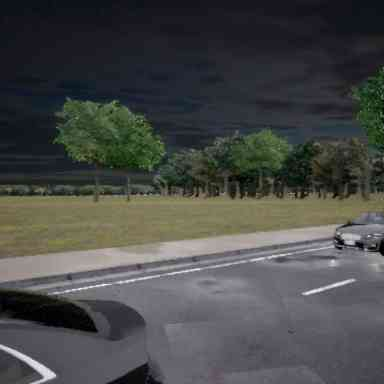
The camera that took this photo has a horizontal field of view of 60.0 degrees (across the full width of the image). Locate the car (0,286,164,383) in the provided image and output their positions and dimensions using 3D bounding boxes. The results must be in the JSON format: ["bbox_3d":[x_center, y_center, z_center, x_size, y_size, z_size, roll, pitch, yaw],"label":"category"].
[{"bbox_3d":[-2.510,1.505,1.895,4.892,1.490,1.837,0,0,-35],"label":"car"}]

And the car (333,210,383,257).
[{"bbox_3d":[7.500,1.496,13.040,4.902,1.511,2.128,0,0,-36],"label":"car"}]
